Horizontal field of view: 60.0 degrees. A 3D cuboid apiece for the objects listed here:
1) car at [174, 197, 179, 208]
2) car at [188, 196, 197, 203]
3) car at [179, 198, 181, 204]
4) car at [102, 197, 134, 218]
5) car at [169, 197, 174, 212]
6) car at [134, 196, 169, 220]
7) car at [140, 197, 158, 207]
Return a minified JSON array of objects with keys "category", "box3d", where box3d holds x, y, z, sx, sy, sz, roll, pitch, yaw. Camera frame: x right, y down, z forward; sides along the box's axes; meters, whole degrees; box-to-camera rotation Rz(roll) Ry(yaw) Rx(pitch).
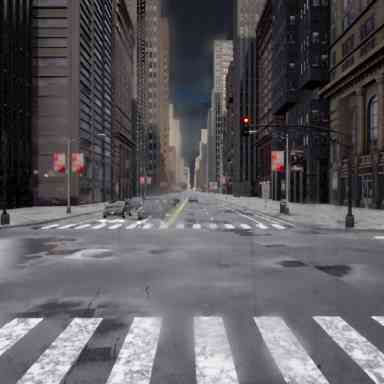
[{"category":"car","box3d":[-3.292,1.531,47.576,1.994,1.385,4.181,0,0,1]},{"category":"car","box3d":[0.163,1.471,69.915,2.033,1.411,5.357,0,0,0]},{"category":"car","box3d":[-3.193,1.541,63.808,1.895,1.301,4.718,0,0,0]},{"category":"car","box3d":[-6.574,1.489,29.682,1.837,1.490,4.892,0,0,0]},{"category":"car","box3d":[-3.318,1.504,36.562,1.812,1.442,4.674,0,0,0]},{"category":"car","box3d":[-3.265,1.338,27.778,2.097,1.767,4.553,0,0,-2]},{"category":"car","box3d":[-6.542,1.508,51.258,2.033,1.411,5.357,0,0,0]}]
